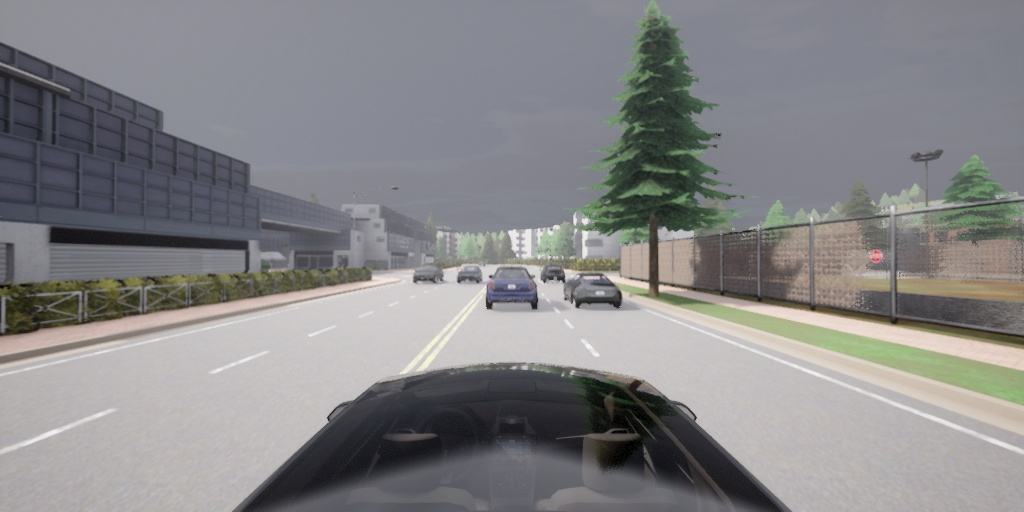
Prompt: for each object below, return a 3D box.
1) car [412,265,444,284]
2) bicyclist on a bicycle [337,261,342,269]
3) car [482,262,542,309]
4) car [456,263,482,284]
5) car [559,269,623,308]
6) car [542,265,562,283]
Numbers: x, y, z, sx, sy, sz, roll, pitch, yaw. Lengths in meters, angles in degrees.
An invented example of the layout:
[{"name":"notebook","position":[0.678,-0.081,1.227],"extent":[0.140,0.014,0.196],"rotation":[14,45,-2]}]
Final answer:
[{"name":"car","position":[-7.017,1.536,30.422],"extent":[1.837,1.490,4.892],"rotation":[0,-1,0]},{"name":"bicyclist on a bicycle","position":[-25.443,1.543,52.998],"extent":[0.582,1.620,1.656],"rotation":[0,0,0]},{"name":"car","position":[-0.004,1.236,15.976],"extent":[2.097,1.767,4.553],"rotation":[0,-1,0]},{"name":"car","position":[-3.515,1.573,30.736],"extent":[2.033,1.411,5.357],"rotation":[0,-1,0]},{"name":"car","position":[3.497,1.451,16.166],"extent":[1.994,1.385,4.181],"rotation":[0,-1,0]},{"name":"car","position":[3.491,1.538,31.187],"extent":[1.837,1.490,4.892],"rotation":[0,0,0]}]
